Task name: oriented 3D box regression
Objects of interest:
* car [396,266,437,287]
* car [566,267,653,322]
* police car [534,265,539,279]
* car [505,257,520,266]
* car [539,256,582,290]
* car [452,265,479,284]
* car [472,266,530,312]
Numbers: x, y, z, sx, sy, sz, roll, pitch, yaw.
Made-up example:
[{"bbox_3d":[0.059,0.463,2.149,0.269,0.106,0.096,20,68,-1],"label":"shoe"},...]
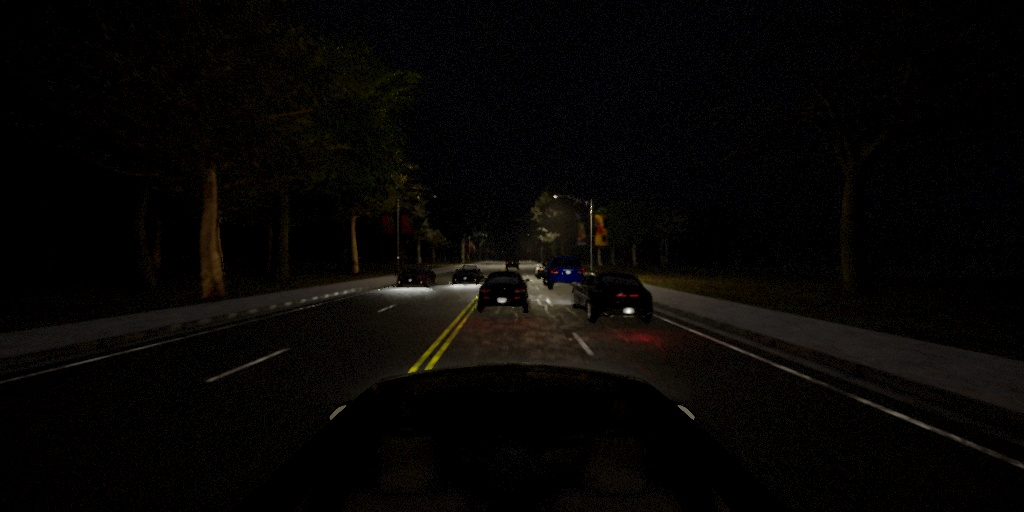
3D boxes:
[{"bbox_3d":[-6.587,1.393,25.172,1.994,1.385,4.181,0,0,0],"label":"car"},{"bbox_3d":[3.254,1.290,12.416,1.837,1.490,4.892,0,0,0],"label":"car"},{"bbox_3d":[3.260,1.370,34.417,2.038,1.542,4.974,0,0,0],"label":"police car"},{"bbox_3d":[0.067,1.182,56.535,2.150,2.045,5.566,0,0,1],"label":"car"},{"bbox_3d":[3.256,1.044,23.447,2.150,2.045,5.566,0,0,0],"label":"car"},{"bbox_3d":[-3.336,1.402,27.552,1.994,1.385,4.181,0,0,0],"label":"car"},{"bbox_3d":[-0.259,1.318,14.335,1.812,1.442,4.674,0,0,2],"label":"car"}]
